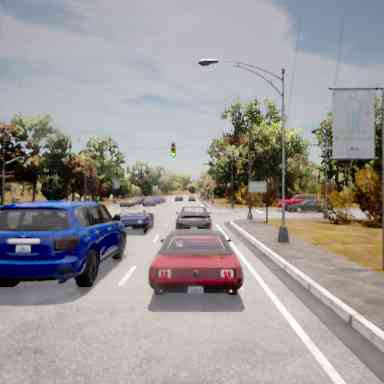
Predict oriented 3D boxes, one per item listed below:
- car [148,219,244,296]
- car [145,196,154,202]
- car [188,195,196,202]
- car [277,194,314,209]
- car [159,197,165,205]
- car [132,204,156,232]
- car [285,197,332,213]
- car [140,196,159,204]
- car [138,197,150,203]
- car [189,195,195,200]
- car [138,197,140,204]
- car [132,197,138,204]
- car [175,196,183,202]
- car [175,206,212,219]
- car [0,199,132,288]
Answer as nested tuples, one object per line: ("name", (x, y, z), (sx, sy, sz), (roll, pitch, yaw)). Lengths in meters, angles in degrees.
("car", (0.100, 1.624, 8.687), (1.895, 1.301, 4.718), (0, 0, 1))
("car", (-10.516, 1.737, 82.405), (1.812, 1.442, 4.674), (0, 0, 0))
("car", (-0.016, 1.753, 84.941), (2.033, 1.411, 5.357), (0, 0, 0))
("car", (13.435, 1.329, 41.238), (5.566, 2.045, 2.150), (0, 0, 4))
("car", (-7.045, 1.647, 65.315), (1.882, 1.535, 5.008), (0, 0, 1))
("car", (-3.405, 1.654, 20.263), (1.895, 1.301, 4.718), (0, 0, 0))
("car", (13.388, 1.603, 37.720), (4.892, 1.490, 1.837), (0, 0, 3))
("car", (-7.092, 1.671, 55.986), (1.812, 1.442, 4.674), (0, 0, 0))
("car", (-10.514, 1.740, 72.377), (1.994, 1.385, 4.181), (0, 0, 0))
("car", (-0.018, 1.608, 95.360), (1.882, 1.535, 5.008), (0, 0, 0))
("car", (-10.558, 1.691, 63.653), (1.812, 1.442, 4.674), (0, 0, 0))
("car", (-10.597, 1.743, 54.618), (1.895, 1.301, 4.718), (0, 0, 0))
("car", (-3.517, 1.752, 87.322), (2.128, 1.511, 4.902), (0, 0, 0))
("car", (0.097, 1.541, 18.588), (2.128, 1.511, 4.902), (0, 0, 0))
("car", (-3.406, 1.247, 9.434), (2.150, 2.045, 5.566), (0, 0, 0))
